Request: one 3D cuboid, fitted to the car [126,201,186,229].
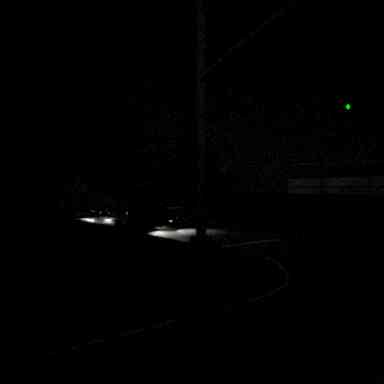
[{"bbox_3d":[-2.697,1.508,21.972,1.837,1.490,4.892,0,0,-36],"label":"car"}]

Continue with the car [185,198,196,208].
[{"bbox_3d":[-0.147,1.611,49.719,4.718,1.301,1.895,0,0,-40],"label":"car"}]

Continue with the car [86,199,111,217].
[{"bbox_3d":[-8.805,1.503,31.208,1.837,1.490,4.892,-1,2,-20],"label":"car"}]
